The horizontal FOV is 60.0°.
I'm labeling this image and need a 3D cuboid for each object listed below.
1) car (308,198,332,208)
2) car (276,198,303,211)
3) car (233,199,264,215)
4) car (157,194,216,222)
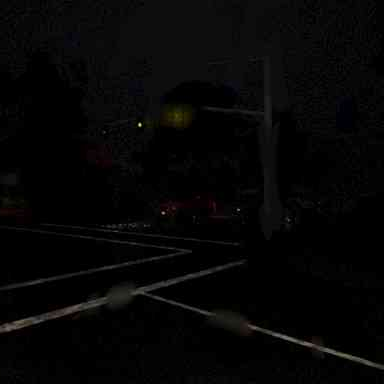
[{"bbox_3d":[18.905,1.601,49.120,1.895,1.301,4.718,0,0,41],"label":"car"},{"bbox_3d":[12.272,1.526,41.512,1.812,1.442,4.674,0,0,41],"label":"car"},{"bbox_3d":[6.173,1.491,34.493,2.128,1.511,4.902,0,0,41],"label":"car"},{"bbox_3d":[-0.337,1.221,27.008,2.150,2.045,5.566,0,0,41],"label":"car"}]
